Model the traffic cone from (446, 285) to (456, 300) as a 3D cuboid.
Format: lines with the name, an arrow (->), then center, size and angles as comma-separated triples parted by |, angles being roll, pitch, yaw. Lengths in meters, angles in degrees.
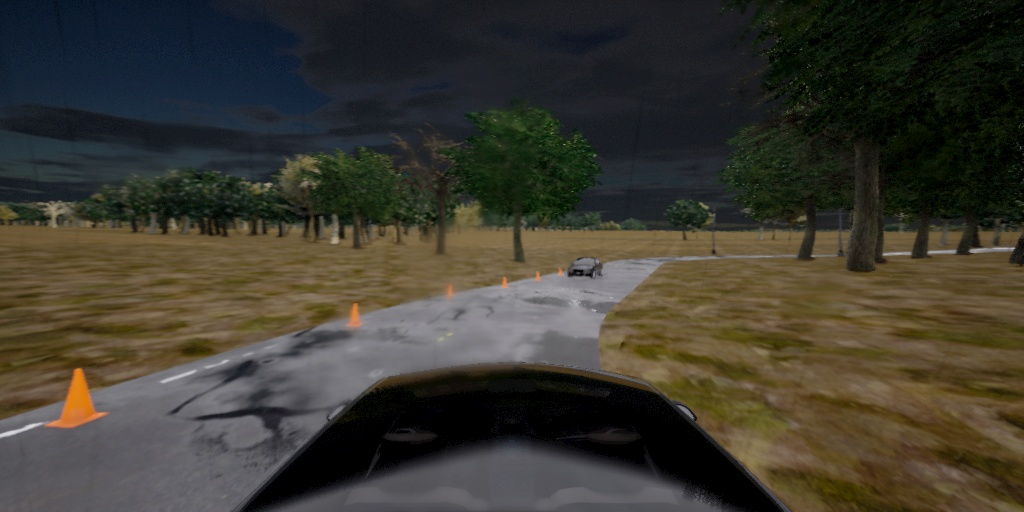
traffic cone -> -2.514, 1.457, 14.564 | 0.340, 0.580, 0.340 | 0, 0, 21

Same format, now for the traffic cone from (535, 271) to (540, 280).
traffic cone -> 1.716, 1.292, 23.805 | 0.340, 0.580, 0.340 | 0, 0, 25

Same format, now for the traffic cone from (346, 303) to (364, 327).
traffic cone -> -4.116, 1.524, 9.419 | 0.340, 0.580, 0.340 | 0, 0, 13

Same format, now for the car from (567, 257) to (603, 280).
car -> 5.519, 0.845, 26.578 | 1.837, 1.490, 4.892 | 2, 2, 25

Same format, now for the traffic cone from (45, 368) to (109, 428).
traffic cone -> -4.956, 1.579, 4.096 | 0.340, 0.580, 0.340 | 0, 0, 5

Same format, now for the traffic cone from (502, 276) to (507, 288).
traffic cone -> -0.396, 1.381, 19.274 | 0.340, 0.580, 0.340 | 0, 0, 25

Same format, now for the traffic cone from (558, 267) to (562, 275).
traffic cone -> 3.827, 1.193, 28.337 | 0.340, 0.580, 0.340 | 0, 0, 25
